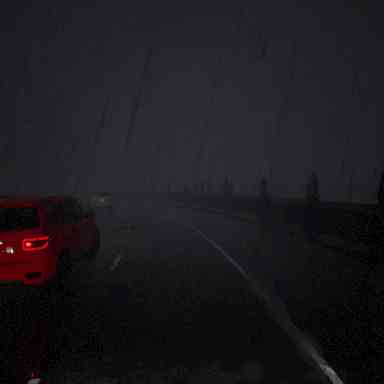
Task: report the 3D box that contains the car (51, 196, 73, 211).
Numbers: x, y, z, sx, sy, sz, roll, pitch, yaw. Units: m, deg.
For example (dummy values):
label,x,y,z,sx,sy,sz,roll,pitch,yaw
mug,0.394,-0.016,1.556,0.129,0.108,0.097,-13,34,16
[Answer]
label,x,y,z,sx,sy,sz,roll,pitch,yaw
car,-13.321,1.110,34.203,1.994,1.385,4.181,0,1,-20

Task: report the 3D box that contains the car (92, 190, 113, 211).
label,x,y,z,sx,sy,sz,roll,pitch,yaw
car,-9.088,0.778,32.876,2.150,2.045,5.566,0,1,-19

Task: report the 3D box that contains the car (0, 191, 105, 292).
label,x,y,z,sx,sy,sz,roll,pitch,yaw
car,-3.939,1.106,8.652,2.150,2.045,5.566,0,1,-5

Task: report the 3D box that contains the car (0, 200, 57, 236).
label,x,y,z,sx,sy,sz,roll,pitch,yaw
car,-8.782,1.271,17.820,1.837,1.490,4.892,0,1,-10

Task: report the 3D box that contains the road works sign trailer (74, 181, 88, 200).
label,x,y,z,sx,sy,sz,roll,pitch,yaw
road works sign trailer,-21.592,-0.394,64.196,2.380,3.560,2.880,-1,1,-40
